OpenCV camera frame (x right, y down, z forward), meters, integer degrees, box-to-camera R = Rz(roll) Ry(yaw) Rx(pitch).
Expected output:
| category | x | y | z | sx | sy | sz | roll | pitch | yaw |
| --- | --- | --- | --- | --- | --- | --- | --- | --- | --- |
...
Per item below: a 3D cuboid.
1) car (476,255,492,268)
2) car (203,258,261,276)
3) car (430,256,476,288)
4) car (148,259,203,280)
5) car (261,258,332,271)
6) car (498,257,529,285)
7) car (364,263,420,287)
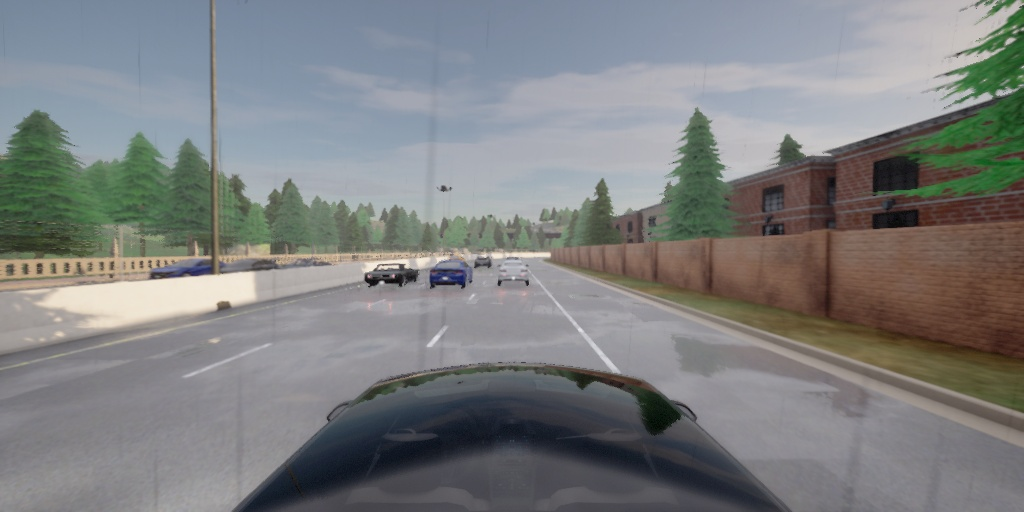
| category | x | y | z | sx | sy | sz | roll | pitch | yaw |
| --- | --- | --- | --- | --- | --- | --- | --- | --- | --- |
| car | -3.438 | 0.660 | 43.406 | 2.128 | 1.511 | 4.902 | 0 | 1 | 0 |
| car | -17.617 | 0.943 | 24.109 | 1.837 | 1.490 | 4.892 | 0 | 1 | 0 |
| car | -3.417 | 0.961 | 20.801 | 1.882 | 1.535 | 5.008 | 0 | 1 | 0 |
| car | -21.116 | 0.920 | 23.816 | 1.882 | 1.535 | 5.008 | 0 | 1 | 0 |
| car | -14.117 | 0.925 | 24.393 | 2.128 | 1.511 | 4.902 | 0 | 1 | 0 |
| car | 0.082 | 0.980 | 22.828 | 1.812 | 1.442 | 4.674 | 0 | 1 | 0 |
| car | -6.918 | 1.078 | 21.262 | 1.895 | 1.301 | 4.718 | 0 | 1 | 0 |
